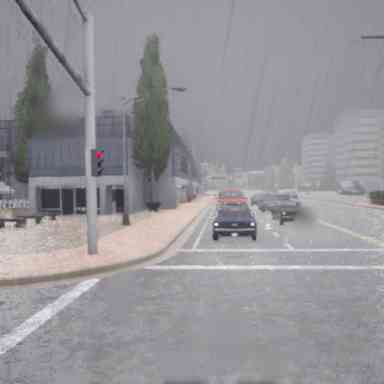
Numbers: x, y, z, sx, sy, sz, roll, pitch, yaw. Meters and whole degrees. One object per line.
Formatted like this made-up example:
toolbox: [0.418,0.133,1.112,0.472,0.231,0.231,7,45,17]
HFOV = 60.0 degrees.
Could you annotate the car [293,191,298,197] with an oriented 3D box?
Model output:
car: [16.621,0.522,56.494,1.994,1.385,4.181,-1,1,6]

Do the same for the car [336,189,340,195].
car: [32.065,-0.316,68.051,4.605,1.855,1.932,-1,1,4]

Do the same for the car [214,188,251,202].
car: [2.936,0.835,25.036,2.150,2.045,5.566,-1,1,6]

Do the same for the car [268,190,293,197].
car: [12.219,0.647,46.316,1.882,1.535,5.008,-1,1,5]

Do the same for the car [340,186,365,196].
car: [31.806,-0.271,65.168,3.866,1.878,1.905,-1,1,4]

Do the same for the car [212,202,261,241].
car: [1.957,1.356,15.449,1.895,1.301,4.718,-1,1,7]

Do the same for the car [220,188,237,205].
car: [5.005,0.531,45.508,2.150,2.045,5.566,-1,1,6]

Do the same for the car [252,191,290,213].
car: [6.903,0.974,29.600,2.128,1.511,4.902,-1,1,6]

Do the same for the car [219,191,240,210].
car: [3.922,0.819,34.916,2.097,1.767,4.553,-1,1,6]

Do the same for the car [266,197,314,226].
car: [5.999,1.220,20.376,1.895,1.301,4.718,-1,1,6]
